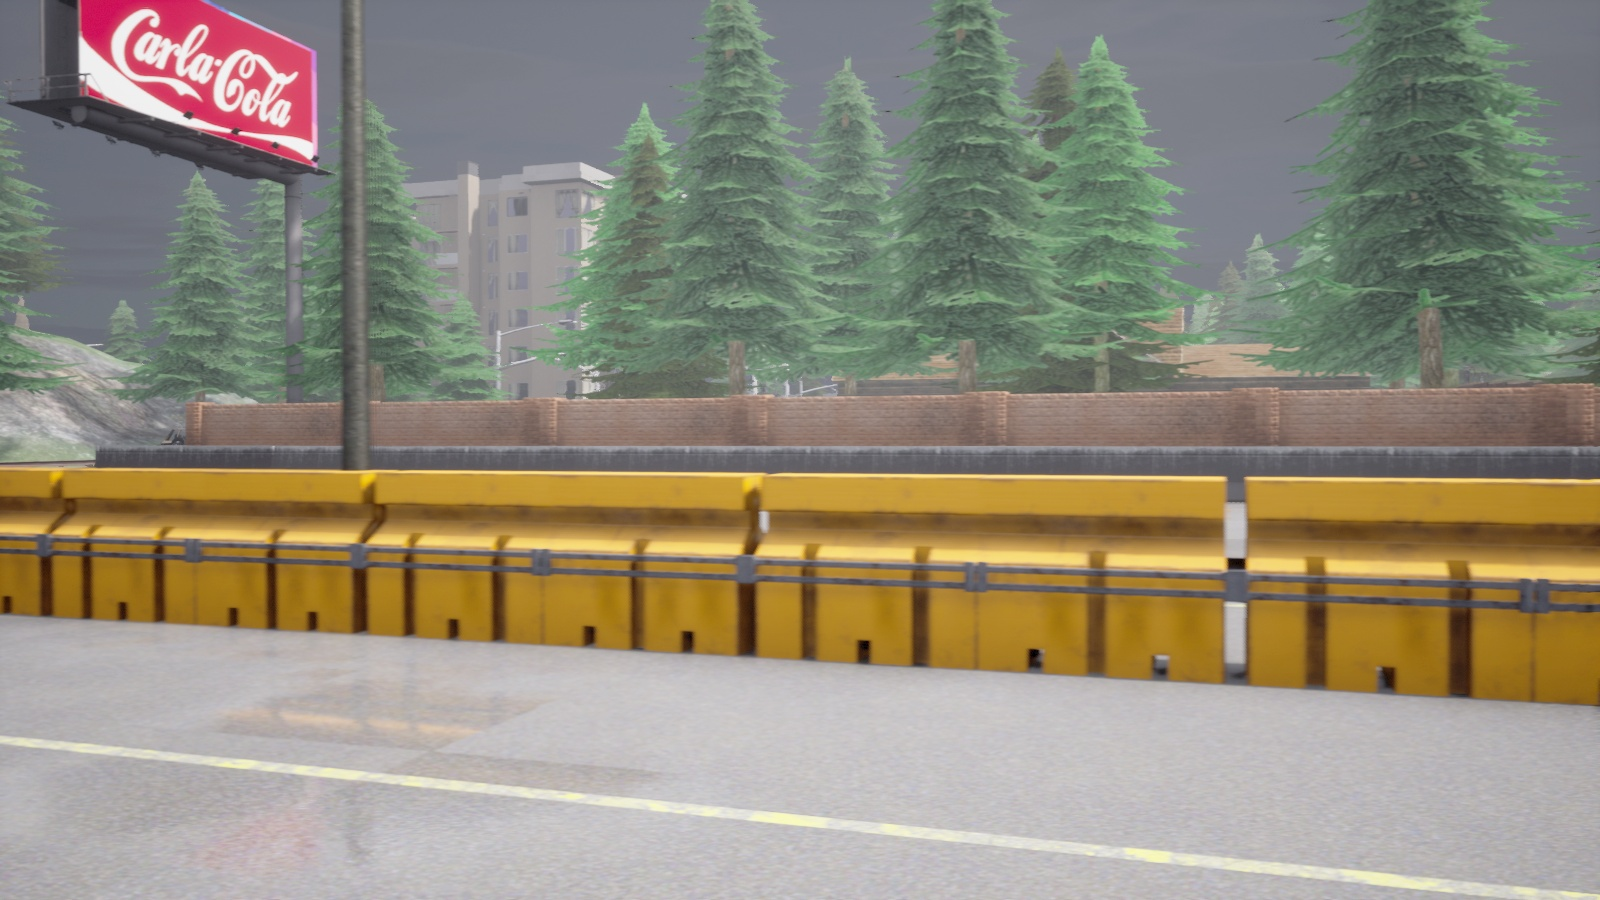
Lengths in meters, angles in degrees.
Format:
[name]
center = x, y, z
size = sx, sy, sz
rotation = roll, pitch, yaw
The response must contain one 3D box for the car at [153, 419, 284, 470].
[car]
center = -22.402, -0.239, 48.587
size = 1.932, 1.855, 4.605
rotation = 1, 1, 20
